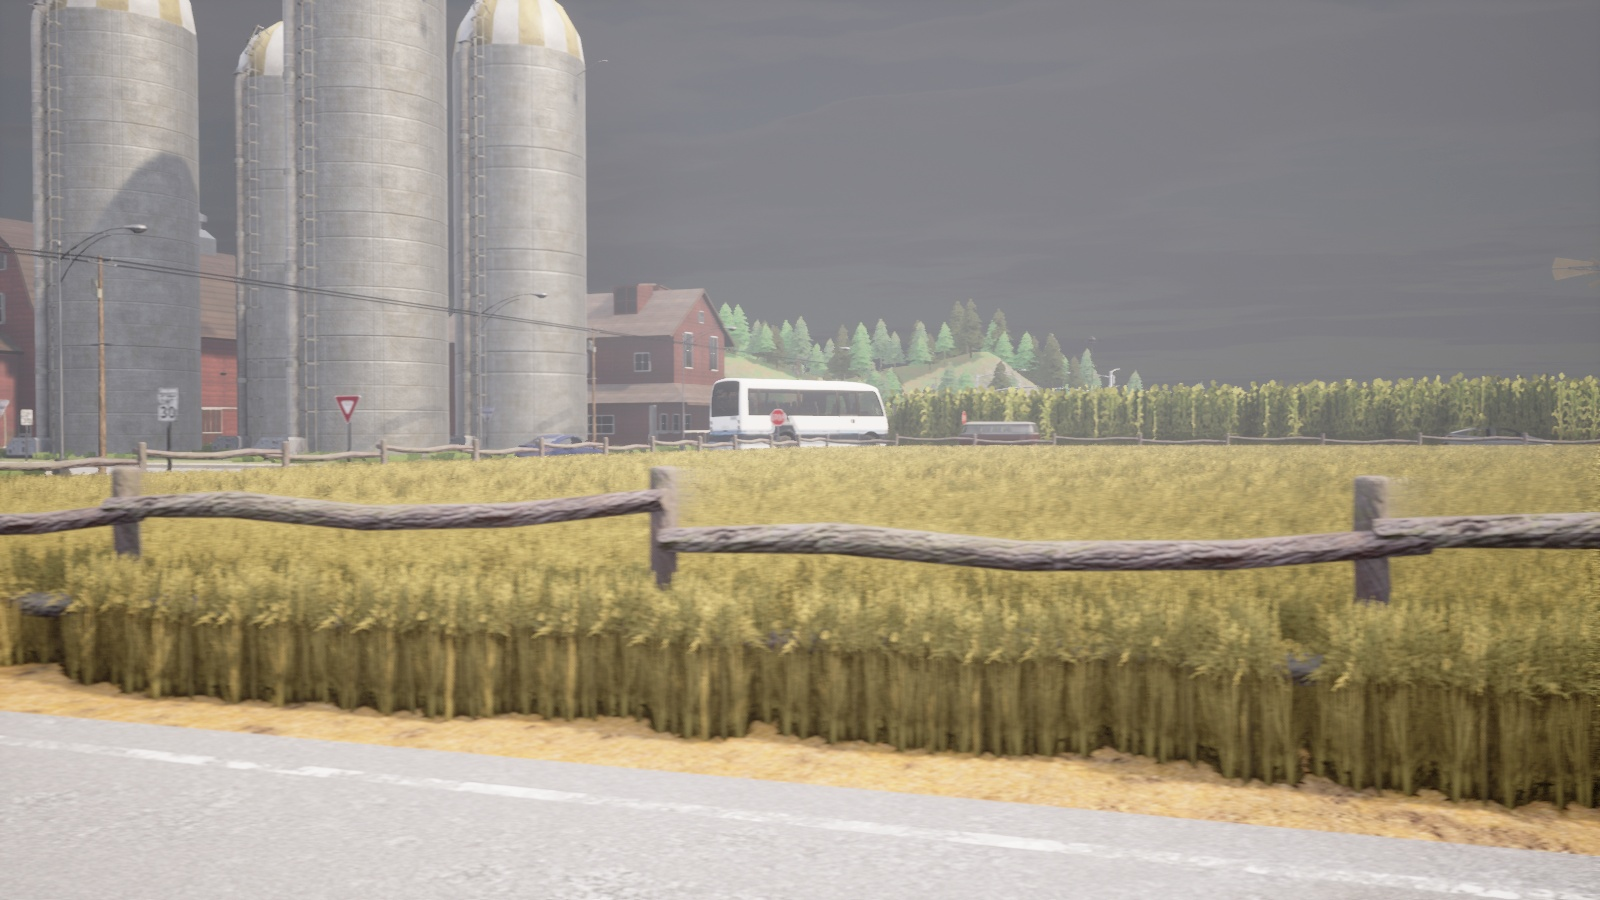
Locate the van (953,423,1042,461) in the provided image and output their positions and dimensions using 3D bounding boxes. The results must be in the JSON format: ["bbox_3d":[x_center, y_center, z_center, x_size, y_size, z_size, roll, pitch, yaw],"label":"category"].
[{"bbox_3d":[10.680,-0.470,68.012,4.442,1.987,1.775,1,1,22],"label":"van"}]

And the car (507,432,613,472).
[{"bbox_3d":[-9.237,0.038,48.701,1.812,1.442,4.674,1,1,22],"label":"car"}]

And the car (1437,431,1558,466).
[{"bbox_3d":[31.235,-0.085,56.371,4.514,1.525,2.007,0,1,22],"label":"car"}]

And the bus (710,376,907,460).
[{"bbox_3d":[0.550,-1.642,68.294,10.273,4.253,3.944,0,0,-35],"label":"bus"}]
